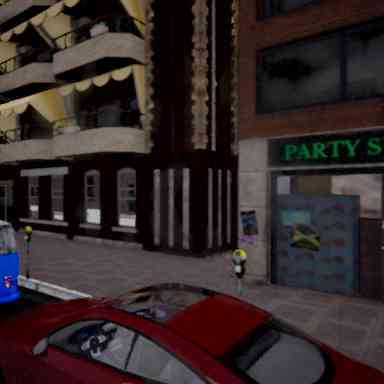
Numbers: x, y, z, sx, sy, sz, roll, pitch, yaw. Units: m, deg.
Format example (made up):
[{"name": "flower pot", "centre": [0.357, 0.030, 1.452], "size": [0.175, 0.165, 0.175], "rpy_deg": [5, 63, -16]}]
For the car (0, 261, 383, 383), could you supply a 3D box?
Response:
[{"name": "car", "centre": [-0.422, 1.580, 3.176], "size": [4.206, 1.307, 1.802], "rpy_deg": [0, 0, 35]}]

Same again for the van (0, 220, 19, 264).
[{"name": "van", "centre": [-5.021, 1.335, 6.455], "size": [3.998, 1.788, 1.690], "rpy_deg": [0, 0, 35]}]
